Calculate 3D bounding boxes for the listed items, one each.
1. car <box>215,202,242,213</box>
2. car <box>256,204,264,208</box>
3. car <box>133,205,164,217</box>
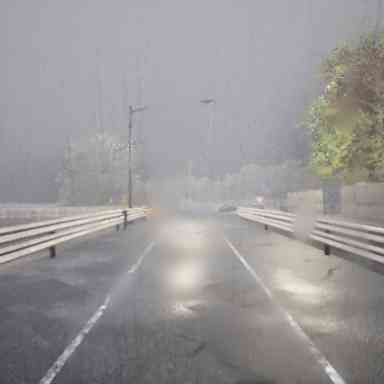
[{"bbox_3d":[6.489,2.939,58.986,2.128,1.511,4.902,-1,-2,29],"label":"car"},{"bbox_3d":[17.724,3.805,86.551,1.812,1.442,4.674,0,-2,13],"label":"car"},{"bbox_3d":[-5.628,2.397,41.646,1.882,1.535,5.008,-1,-2,40],"label":"car"}]
